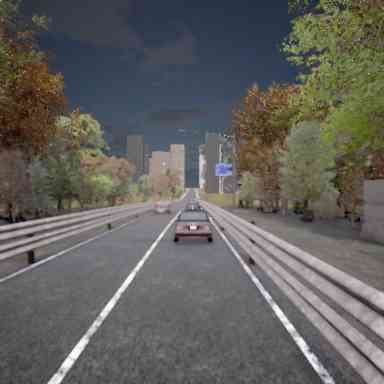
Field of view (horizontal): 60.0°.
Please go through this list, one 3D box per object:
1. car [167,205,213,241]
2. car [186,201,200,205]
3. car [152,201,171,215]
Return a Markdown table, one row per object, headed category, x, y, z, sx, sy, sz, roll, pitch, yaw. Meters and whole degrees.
| category | x | y | z | sx | sy | sz | roll | pitch | yaw |
| --- | --- | --- | --- | --- | --- | --- | --- | --- | --- |
| car | 0.063 | 1.604 | 16.910 | 2.033 | 1.411 | 5.357 | 0 | 0 | 0 |
| car | 0.102 | 1.861 | 43.052 | 2.128 | 1.511 | 4.902 | 0 | -1 | 0 |
| car | -3.337 | 1.818 | 38.223 | 1.812 | 1.442 | 4.674 | 0 | -1 | 0 |
